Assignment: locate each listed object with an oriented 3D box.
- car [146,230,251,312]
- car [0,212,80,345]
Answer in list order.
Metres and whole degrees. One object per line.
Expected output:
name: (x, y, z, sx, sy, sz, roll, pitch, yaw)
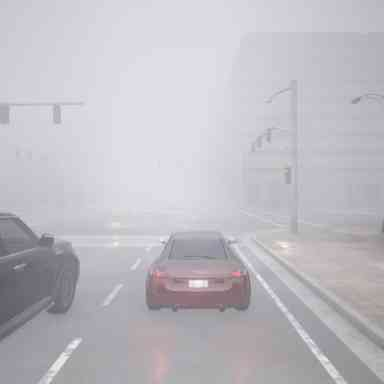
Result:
car: (0.117, 1.564, 7.784, 1.994, 1.385, 4.181, 0, 0, 0)
car: (-3.394, 1.222, 4.460, 2.150, 2.045, 5.566, 0, 0, 1)
